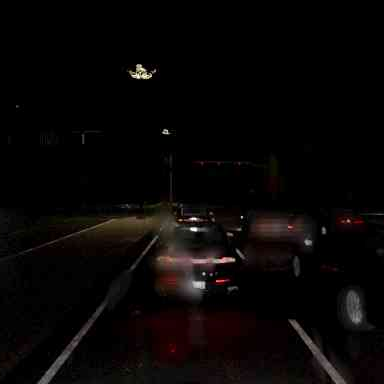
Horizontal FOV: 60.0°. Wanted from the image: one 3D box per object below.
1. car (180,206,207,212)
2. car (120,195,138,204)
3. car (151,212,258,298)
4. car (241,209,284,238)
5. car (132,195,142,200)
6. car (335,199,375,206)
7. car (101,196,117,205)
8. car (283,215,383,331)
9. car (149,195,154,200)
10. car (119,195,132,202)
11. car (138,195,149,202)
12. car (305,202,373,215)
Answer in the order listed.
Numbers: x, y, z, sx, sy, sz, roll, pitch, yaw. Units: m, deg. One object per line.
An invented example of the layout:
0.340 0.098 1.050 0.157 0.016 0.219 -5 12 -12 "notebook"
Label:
0.084 1.502 17.916 1.837 1.490 4.892 0 0 0 "car"
-11.651 1.554 60.599 1.994 1.385 4.181 0 0 1 "car"
0.091 1.490 8.495 2.128 1.511 4.902 0 0 0 "car"
3.586 1.545 16.510 2.033 1.411 5.357 0 0 0 "car"
-15.069 1.503 91.175 2.128 1.511 4.902 0 0 0 "car"
21.200 1.593 43.745 4.718 1.301 1.895 0 0 1 "car"
-15.116 1.468 60.701 1.882 1.535 5.008 0 1 0 "car"
3.593 1.476 6.890 1.882 1.535 5.008 0 0 0 "car"
-11.577 1.505 90.150 1.812 1.442 4.674 0 0 0 "car"
-15.076 1.528 75.691 2.033 1.411 5.357 0 0 0 "car"
-11.576 1.488 75.394 1.837 1.490 4.892 0 0 0 "car"
7.084 1.502 16.975 1.837 1.490 4.892 0 0 0 "car"
